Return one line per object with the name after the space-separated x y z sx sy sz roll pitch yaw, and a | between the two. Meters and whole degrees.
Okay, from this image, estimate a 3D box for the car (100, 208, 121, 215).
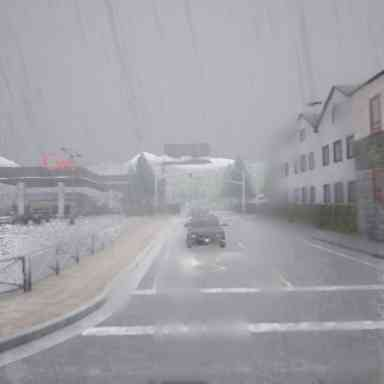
-18.058 4.358 73.765 4.611 1.667 2.242 -1 -2 -1 | car

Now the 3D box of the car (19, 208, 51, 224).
-18.419 2.839 39.794 1.905 1.878 3.866 -1 -2 -1 | car

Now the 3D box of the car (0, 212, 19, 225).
-21.742 3.200 40.374 1.970 1.475 3.806 -1 -2 -1 | car

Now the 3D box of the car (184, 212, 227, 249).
0.675 2.004 17.388 1.837 1.490 4.892 -1 -2 0 | car

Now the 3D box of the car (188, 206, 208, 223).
0.660 2.543 38.266 2.097 1.767 4.553 -1 -2 0 | car

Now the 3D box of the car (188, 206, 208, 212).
0.654 2.183 27.419 2.097 1.767 4.553 -1 -2 0 | car
